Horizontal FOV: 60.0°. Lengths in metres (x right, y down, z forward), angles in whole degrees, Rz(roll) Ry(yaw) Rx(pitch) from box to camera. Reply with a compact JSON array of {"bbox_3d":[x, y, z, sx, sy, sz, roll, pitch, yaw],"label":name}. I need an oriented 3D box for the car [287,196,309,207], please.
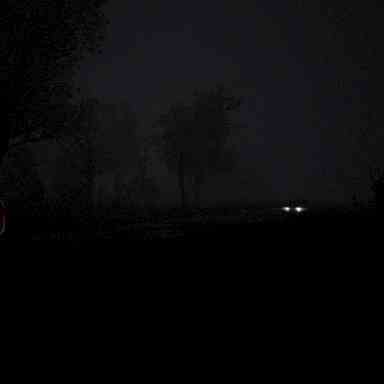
[{"bbox_3d":[14.966,1.366,46.855,1.837,1.490,4.892,-1,0,35],"label":"car"}]
